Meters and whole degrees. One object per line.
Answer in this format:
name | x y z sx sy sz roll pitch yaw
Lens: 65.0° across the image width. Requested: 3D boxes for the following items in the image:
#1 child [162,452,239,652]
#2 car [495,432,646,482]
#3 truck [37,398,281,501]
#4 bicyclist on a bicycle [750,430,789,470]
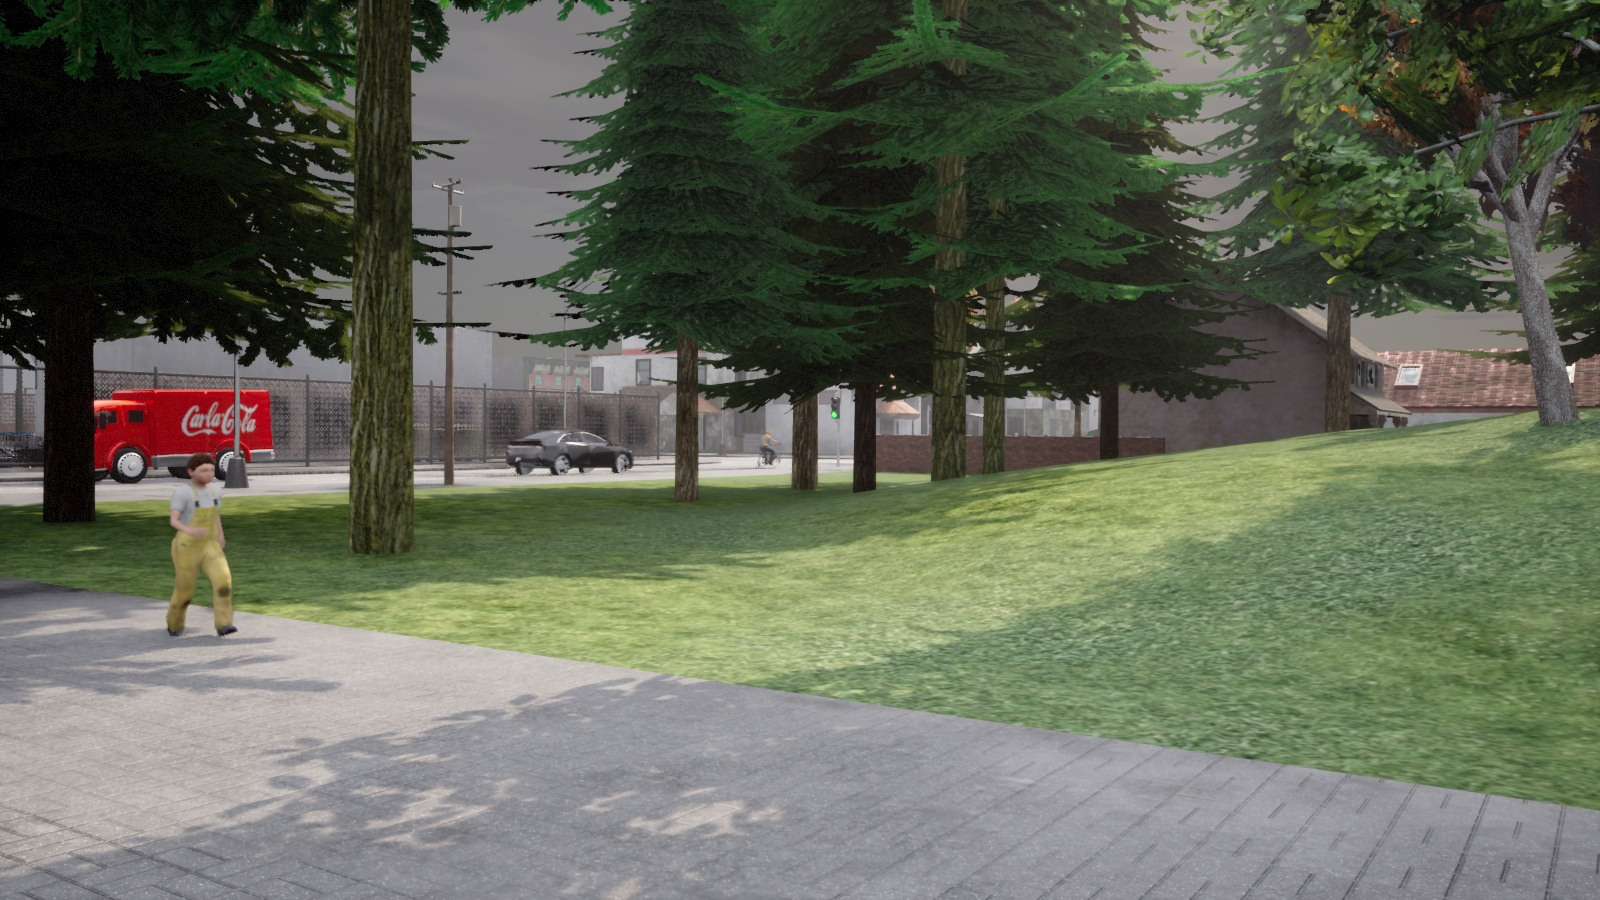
child | -3.906 0.645 8.180 0.437 1.263 0.270 0 1 38
car | -7.538 0.186 41.730 2.128 1.511 4.902 0 1 34
truck | -17.317 -0.096 34.209 2.627 2.467 5.204 0 3 34
bicyclist on a bicycle | -1.240 -0.020 51.247 0.866 1.612 1.509 0 1 34
